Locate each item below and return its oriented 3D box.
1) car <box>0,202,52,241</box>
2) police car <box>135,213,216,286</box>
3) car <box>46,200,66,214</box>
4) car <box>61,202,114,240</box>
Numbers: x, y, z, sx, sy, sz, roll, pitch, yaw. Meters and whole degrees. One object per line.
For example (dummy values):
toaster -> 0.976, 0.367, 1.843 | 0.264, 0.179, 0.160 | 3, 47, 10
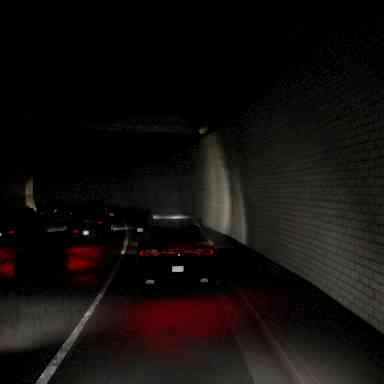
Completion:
car -> -8.574, 1.507, 16.386 | 1.837, 1.490, 4.892 | 0, 1, -11
police car -> -0.570, 1.425, 9.605 | 1.930, 1.638, 5.238 | 0, 0, -6
car -> -13.132, 1.477, 31.734 | 1.882, 1.535, 5.008 | 0, 0, -24
car -> -5.124, 1.507, 16.968 | 1.837, 1.490, 4.892 | 0, 1, -11
